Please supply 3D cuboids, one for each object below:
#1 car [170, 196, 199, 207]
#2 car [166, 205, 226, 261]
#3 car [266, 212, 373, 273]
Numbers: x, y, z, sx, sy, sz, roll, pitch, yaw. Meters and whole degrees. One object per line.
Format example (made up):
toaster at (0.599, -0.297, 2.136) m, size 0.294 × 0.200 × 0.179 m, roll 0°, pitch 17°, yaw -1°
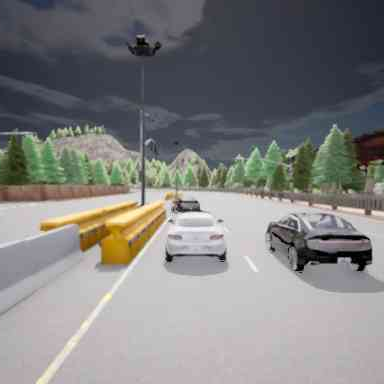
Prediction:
car at (-0.683, 1.093, 28.747) m, size 2.128 × 1.511 × 4.902 m, roll 0°, pitch 1°, yaw -14°
car at (0.127, 1.389, 11.552) m, size 1.812 × 1.442 × 4.674 m, roll 0°, pitch 1°, yaw 0°
car at (3.621, 1.373, 10.306) m, size 2.128 × 1.511 × 4.902 m, roll 0°, pitch 1°, yaw 0°
